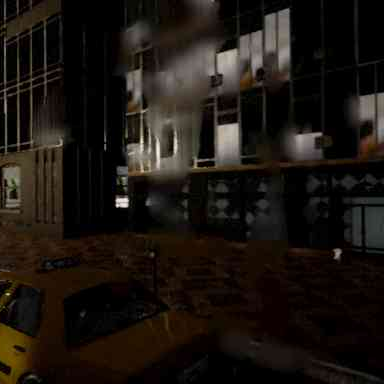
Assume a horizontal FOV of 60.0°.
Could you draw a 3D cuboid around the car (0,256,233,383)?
[{"bbox_3d":[-1.863,1.503,4.218,4.829,1.417,1.752,0,-1,35],"label":"car"}]
